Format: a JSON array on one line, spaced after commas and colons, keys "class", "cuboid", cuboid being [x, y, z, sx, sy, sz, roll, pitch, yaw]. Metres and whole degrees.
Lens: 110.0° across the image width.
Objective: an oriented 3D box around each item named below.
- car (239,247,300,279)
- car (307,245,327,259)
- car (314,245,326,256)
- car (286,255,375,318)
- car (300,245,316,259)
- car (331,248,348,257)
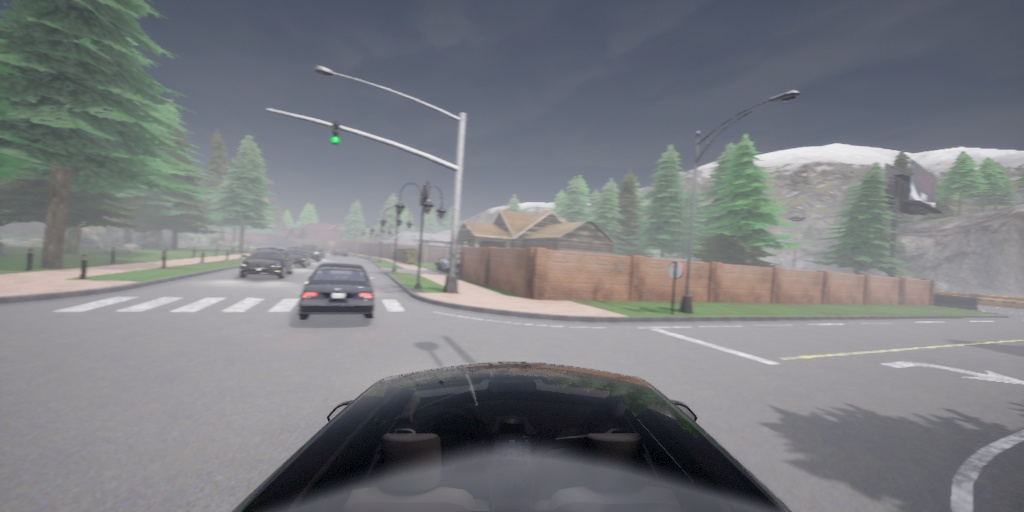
[{"class": "car", "cuboid": [-12.980, 0.328, 19.237, 1.837, 1.490, 4.892, 4, 0, -24]}, {"class": "car", "cuboid": [-24.990, -0.531, 46.065, 2.128, 1.511, 4.902, 4, 0, -27]}, {"class": "car", "cuboid": [-20.700, -0.369, 36.756, 2.097, 1.767, 4.553, 4, 0, -24]}, {"class": "car", "cuboid": [-5.170, 0.916, 10.824, 2.033, 1.411, 5.357, 4, 0, -24]}, {"class": "car", "cuboid": [-16.808, 0.059, 27.890, 1.837, 1.490, 4.892, 4, 0, -24]}, {"class": "car", "cuboid": [-27.381, -0.632, 56.911, 1.994, 1.385, 4.181, 4, 0, -36]}]
